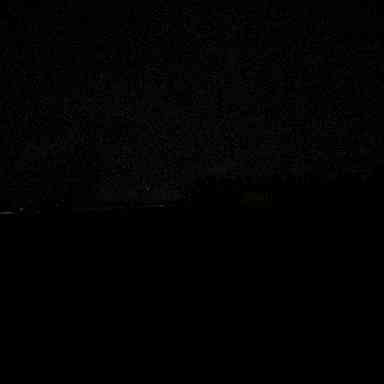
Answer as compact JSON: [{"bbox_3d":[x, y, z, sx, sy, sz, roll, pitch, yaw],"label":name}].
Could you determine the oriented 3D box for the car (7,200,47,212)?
[{"bbox_3d":[-18.894,1.577,38.209,1.994,1.385,4.181,-1,-1,36],"label":"car"}]

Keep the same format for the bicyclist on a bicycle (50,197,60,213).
[{"bbox_3d":[-14.212,1.381,34.475,1.656,1.620,0.582,0,0,36],"label":"bicyclist on a bicycle"}]

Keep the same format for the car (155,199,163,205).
[{"bbox_3d":[-4.128,1.566,58.733,2.033,1.411,5.357,-1,-1,36],"label":"car"}]

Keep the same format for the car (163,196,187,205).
[{"bbox_3d":[-2.135,1.440,56.640,1.882,1.535,5.008,-1,-1,36],"label":"car"}]
